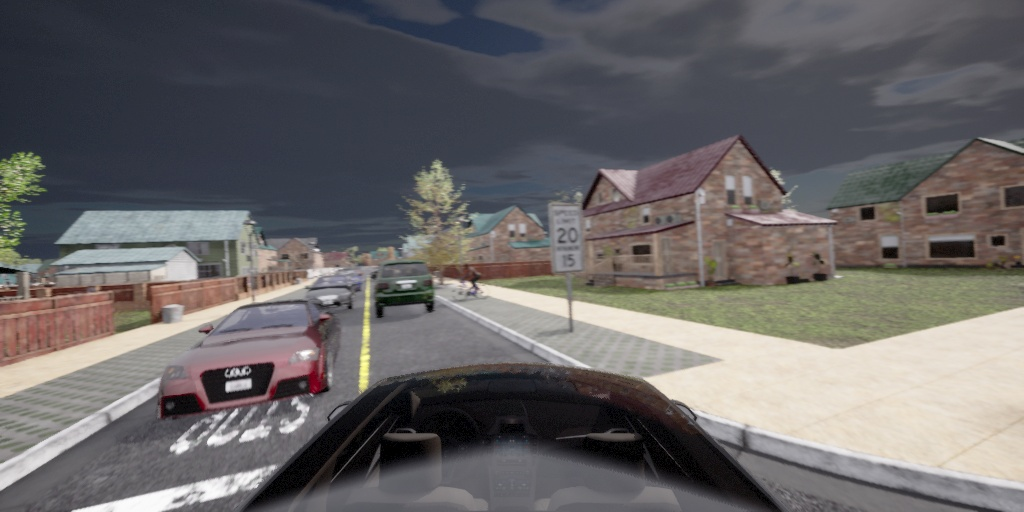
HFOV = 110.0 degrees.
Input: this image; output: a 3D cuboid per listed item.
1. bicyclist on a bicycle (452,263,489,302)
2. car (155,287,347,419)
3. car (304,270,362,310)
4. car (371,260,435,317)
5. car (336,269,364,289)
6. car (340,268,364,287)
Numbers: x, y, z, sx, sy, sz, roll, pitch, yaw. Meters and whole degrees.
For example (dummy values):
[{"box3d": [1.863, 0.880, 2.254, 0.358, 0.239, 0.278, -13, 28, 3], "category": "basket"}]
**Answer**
[{"box3d": [-1.793, 1.137, 15.545, 1.656, 1.620, 0.582, -2, 0, -22], "category": "bicyclist on a bicycle"}, {"box3d": [-4.297, 1.536, 6.522, 1.994, 1.385, 4.181, -3, 0, -22], "category": "car"}, {"box3d": [-8.400, 1.678, 16.841, 2.128, 1.511, 4.902, -3, 0, -22], "category": "car"}, {"box3d": [-4.640, 1.208, 15.102, 2.150, 2.045, 5.566, -3, 0, -21], "category": "car"}, {"box3d": [-12.167, 1.739, 26.328, 2.097, 1.767, 4.553, -3, 0, -22], "category": "car"}, {"box3d": [-15.836, 2.064, 35.682, 1.882, 1.535, 5.008, -3, 0, -21], "category": "car"}]
